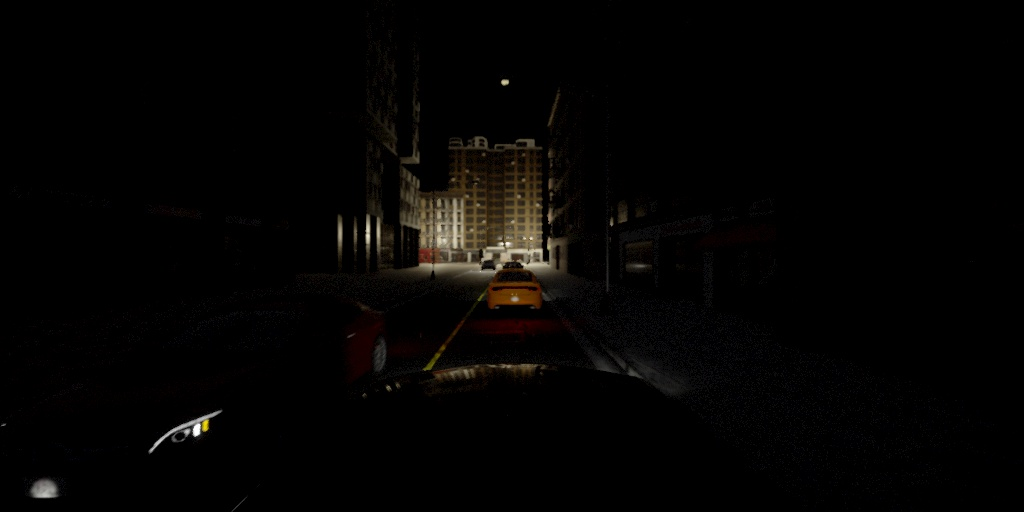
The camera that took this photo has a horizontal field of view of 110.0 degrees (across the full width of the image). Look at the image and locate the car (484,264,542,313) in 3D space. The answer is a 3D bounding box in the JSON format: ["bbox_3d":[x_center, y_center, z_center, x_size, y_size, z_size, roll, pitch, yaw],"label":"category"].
[{"bbox_3d":[0.094,1.235,13.979,1.882,1.535,5.008,0,0,0],"label":"car"}]

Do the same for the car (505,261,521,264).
[{"bbox_3d":[0.081,1.220,32.095,1.882,1.535,5.008,0,0,0],"label":"car"}]

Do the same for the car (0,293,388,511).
[{"bbox_3d":[-3.102,1.278,4.711,1.812,1.442,4.674,0,0,0],"label":"car"}]

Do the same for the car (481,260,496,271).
[{"bbox_3d":[-3.111,1.243,47.913,1.812,1.442,4.674,0,0,0],"label":"car"}]
